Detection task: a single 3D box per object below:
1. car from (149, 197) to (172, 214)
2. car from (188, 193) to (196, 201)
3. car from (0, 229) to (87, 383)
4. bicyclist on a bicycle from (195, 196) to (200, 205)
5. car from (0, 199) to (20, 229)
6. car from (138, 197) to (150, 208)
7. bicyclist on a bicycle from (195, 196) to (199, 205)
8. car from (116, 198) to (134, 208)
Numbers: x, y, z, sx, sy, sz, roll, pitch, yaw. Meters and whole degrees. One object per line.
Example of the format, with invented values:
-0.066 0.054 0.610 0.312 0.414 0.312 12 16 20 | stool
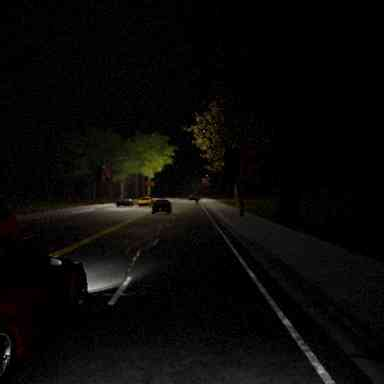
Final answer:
-3.148 1.529 35.480 1.812 1.442 4.674 0 0 0 | car
0.004 1.571 82.427 2.033 1.411 5.357 0 0 0 | car
-3.150 1.563 5.211 1.994 1.385 4.181 0 0 0 | car
0.896 1.459 50.481 0.582 1.620 1.656 0 0 0 | bicyclist on a bicycle
-6.601 1.219 8.478 2.150 2.045 5.566 0 0 0 | car
-6.573 1.483 47.846 1.882 1.535 5.008 0 0 0 | car
0.897 1.464 59.371 0.582 1.620 1.656 0 0 0 | bicyclist on a bicycle
-9.821 1.607 48.837 1.895 1.301 4.718 0 0 0 | car
